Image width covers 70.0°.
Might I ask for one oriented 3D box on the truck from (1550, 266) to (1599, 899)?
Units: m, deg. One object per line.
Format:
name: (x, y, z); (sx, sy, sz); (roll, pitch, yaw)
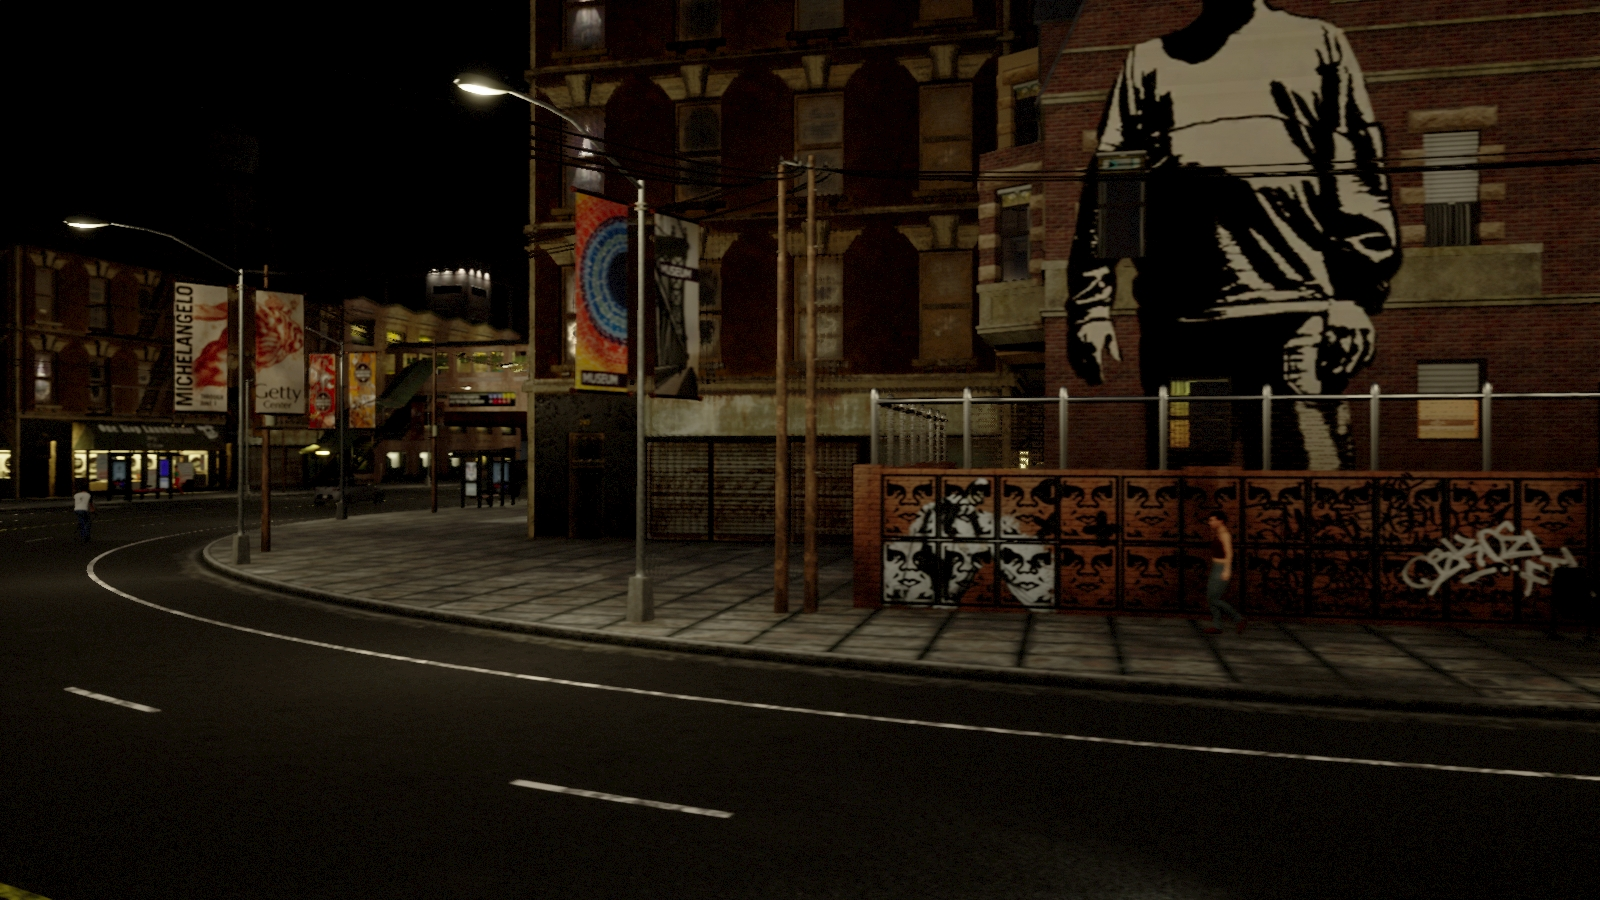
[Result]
truck: (8.270, 0.913, 4.442); (8.468, 3.827, 2.891); (0, 0, 15)

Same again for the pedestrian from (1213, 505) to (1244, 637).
pedestrian: (6.222, 1.742, 16.582); (0.375, 1.860, 0.375); (0, 0, 13)
